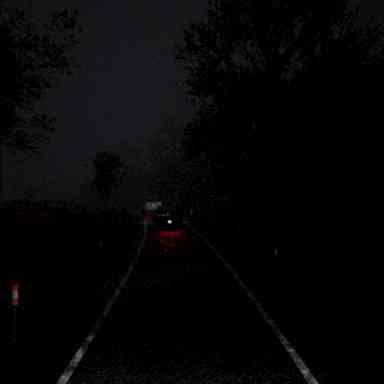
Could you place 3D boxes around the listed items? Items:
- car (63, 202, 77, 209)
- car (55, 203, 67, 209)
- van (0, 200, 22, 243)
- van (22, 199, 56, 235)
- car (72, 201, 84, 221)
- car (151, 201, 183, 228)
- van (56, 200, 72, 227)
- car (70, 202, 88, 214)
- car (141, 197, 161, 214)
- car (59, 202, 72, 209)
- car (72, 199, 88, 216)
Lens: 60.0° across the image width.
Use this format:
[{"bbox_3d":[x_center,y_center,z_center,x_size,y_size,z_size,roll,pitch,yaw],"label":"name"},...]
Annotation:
[{"bbox_3d":[-26.896,3.011,73.065,2.231,1.521,4.892,0,-2,-27],"label":"car"},{"bbox_3d":[-32.927,3.393,83.364,2.002,1.452,4.674,0,-1,-32],"label":"car"},{"bbox_3d":[-9.392,1.391,14.423,1.878,1.987,4.442,1,-2,-6],"label":"van"},{"bbox_3d":[-9.984,1.476,19.983,1.878,1.987,4.442,1,-2,-6],"label":"van"},{"bbox_3d":[-11.762,1.897,30.944,1.946,1.575,5.366,2,-2,-10],"label":"car"},{"bbox_3d":[-1.770,1.665,23.684,1.837,1.490,4.892,0,0,-8],"label":"car"},{"bbox_3d":[-10.767,1.571,25.521,1.878,1.987,4.442,2,-2,-12],"label":"van"},{"bbox_3d":[-16.000,2.287,47.359,2.231,1.521,4.892,2,-2,-18],"label":"car"},{"bbox_3d":[-4.928,1.581,40.170,2.150,2.045,5.566,0,-1,-13],"label":"car"},{"bbox_3d":[-29.697,3.185,78.037,2.097,1.535,5.008,0,-2,-30],"label":"car"},{"bbox_3d":[-14.382,1.897,41.978,2.435,2.045,5.566,2,-2,-16],"label":"car"}]
